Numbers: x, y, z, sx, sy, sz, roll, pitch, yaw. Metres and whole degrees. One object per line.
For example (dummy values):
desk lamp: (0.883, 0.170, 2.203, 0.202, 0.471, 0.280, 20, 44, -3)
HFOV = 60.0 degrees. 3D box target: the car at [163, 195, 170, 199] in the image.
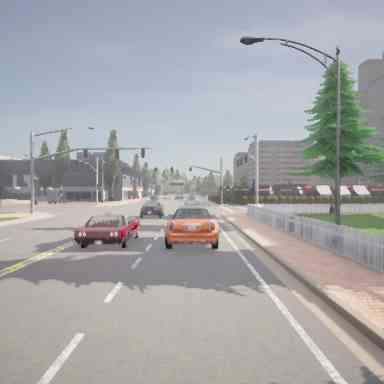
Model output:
car: (-7.000, 1.517, 92.151, 1.812, 1.442, 4.674, 0, 0, 0)

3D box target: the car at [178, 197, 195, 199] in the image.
car: (0.000, 1.493, 29.650, 2.128, 1.511, 4.902, 0, 0, 0)

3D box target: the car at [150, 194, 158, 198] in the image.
car: (-10.500, 1.348, 92.181, 2.097, 1.767, 4.553, 0, 0, 0)

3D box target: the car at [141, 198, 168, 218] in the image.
car: (-3.500, 1.531, 29.650, 1.812, 1.442, 4.674, 0, 0, 0)

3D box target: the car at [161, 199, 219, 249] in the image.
car: (0.000, 1.364, 14.620, 2.097, 1.767, 4.553, 0, 0, 0)

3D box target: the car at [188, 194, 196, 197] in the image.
car: (0.000, 1.423, 87.758, 2.033, 1.411, 5.357, 0, 0, 0)

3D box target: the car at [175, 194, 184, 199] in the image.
car: (-3.500, 1.421, 88.077, 1.812, 1.442, 4.674, 0, 0, 0)

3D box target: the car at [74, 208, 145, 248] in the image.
car: (-3.500, 1.614, 14.680, 1.895, 1.301, 4.718, 0, 0, 0)
